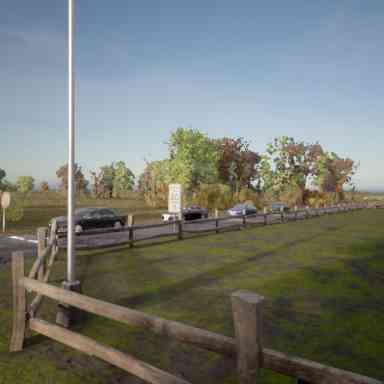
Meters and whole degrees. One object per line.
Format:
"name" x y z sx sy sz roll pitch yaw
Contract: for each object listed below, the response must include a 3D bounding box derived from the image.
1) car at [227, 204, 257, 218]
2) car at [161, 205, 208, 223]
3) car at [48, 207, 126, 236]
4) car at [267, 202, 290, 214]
"car" 5.511 1.986 36.010 1.812 1.442 4.674 1 0 36
"car" -0.537 1.804 27.632 2.128 1.511 4.902 1 0 36
"car" -6.107 1.681 19.865 1.837 1.490 4.892 1 0 35
"car" 11.615 2.115 44.394 1.837 1.490 4.892 1 0 37
